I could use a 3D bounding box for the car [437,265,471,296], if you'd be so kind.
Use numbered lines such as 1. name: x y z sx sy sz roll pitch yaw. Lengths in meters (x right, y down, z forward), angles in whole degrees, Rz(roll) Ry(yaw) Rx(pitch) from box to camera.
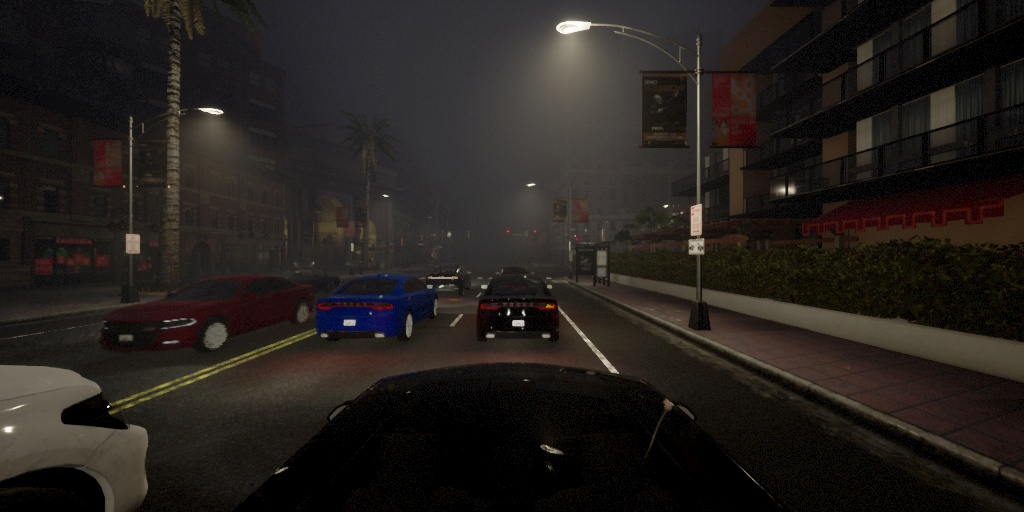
1. car: -3.334 1.242 19.388 2.128 1.511 4.902 0 0 0

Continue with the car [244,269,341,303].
1. car: -10.503 1.351 17.682 1.895 1.301 4.718 0 0 1

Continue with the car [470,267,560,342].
1. car: 0.135 1.228 9.848 1.882 1.535 5.008 0 0 0

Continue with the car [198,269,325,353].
1. car: -7.067 1.227 9.070 1.882 1.535 5.008 0 0 0

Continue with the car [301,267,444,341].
1. car: -3.360 1.228 9.883 1.882 1.535 5.008 0 0 0
